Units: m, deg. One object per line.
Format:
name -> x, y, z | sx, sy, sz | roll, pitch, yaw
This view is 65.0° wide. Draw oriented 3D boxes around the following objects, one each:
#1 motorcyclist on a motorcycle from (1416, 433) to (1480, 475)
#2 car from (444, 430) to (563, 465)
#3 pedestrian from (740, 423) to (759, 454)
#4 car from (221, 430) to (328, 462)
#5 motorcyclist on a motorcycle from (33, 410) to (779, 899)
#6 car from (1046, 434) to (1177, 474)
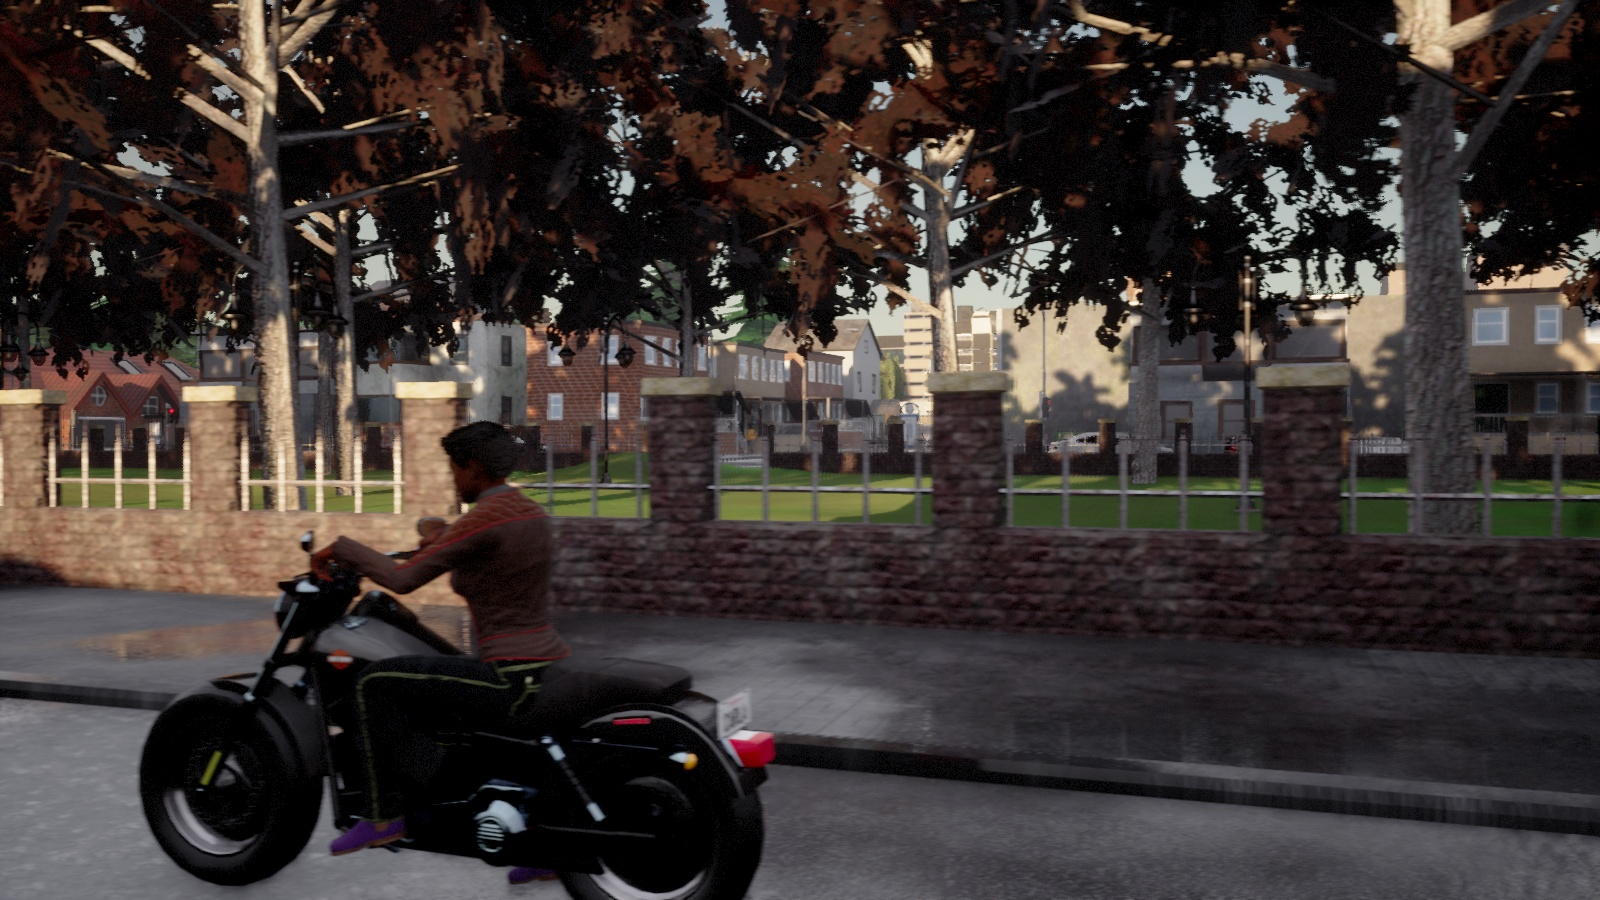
motorcyclist on a motorcycle -> 24.471, 0.141, 47.466 | 2.044, 1.523, 0.797 | 1, 1, 19
car -> -13.274, -0.119, 56.208 | 4.892, 1.490, 1.837 | 1, 1, 15
pedestrian -> -3.044, -0.688, 75.752 | 0.874, 1.855, 0.900 | 1, 1, 18
car -> -25.128, -0.203, 60.013 | 4.674, 1.442, 1.812 | 1, 1, 18
motorcyclist on a motorcycle -> -1.304, 0.705, 4.159 | 2.350, 1.649, 0.766 | 0, 1, 19
car -> 11.777, 0.136, 47.527 | 4.674, 1.442, 1.812 | 1, 1, 18
